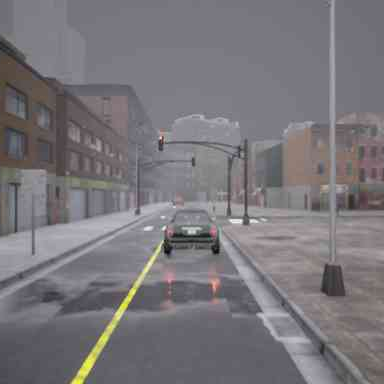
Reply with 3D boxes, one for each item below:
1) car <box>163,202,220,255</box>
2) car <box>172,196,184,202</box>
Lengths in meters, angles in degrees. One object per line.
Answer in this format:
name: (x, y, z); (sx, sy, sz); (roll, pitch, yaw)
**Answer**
car: (-0.003, 1.486, 14.082); (2.097, 1.767, 4.553); (0, -1, 0)
car: (-2.776, 1.922, 68.498); (2.150, 2.045, 5.566); (0, -1, 0)
